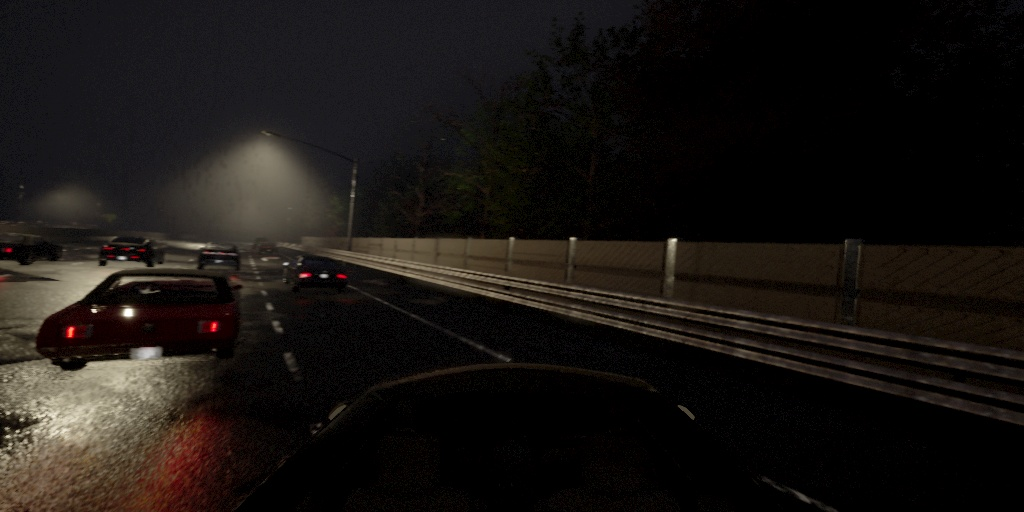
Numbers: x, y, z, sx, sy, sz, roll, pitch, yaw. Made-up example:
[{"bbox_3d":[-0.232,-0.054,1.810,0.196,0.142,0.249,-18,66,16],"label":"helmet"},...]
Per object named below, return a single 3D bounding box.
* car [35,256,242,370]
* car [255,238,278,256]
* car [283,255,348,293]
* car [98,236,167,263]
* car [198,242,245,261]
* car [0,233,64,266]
[{"bbox_3d":[-6.048,0.878,6.441,1.895,1.301,4.718,5,0,-37],"label":"car"},{"bbox_3d":[-29.269,-0.923,43.009,1.882,1.535,5.008,5,0,-37],"label":"car"},{"bbox_3d":[-8.471,0.678,15.316,2.033,1.411,5.357,5,0,-37],"label":"car"},{"bbox_3d":[-19.573,-0.256,18.645,1.837,1.490,4.892,5,0,-37],"label":"car"},{"bbox_3d":[-16.762,-0.026,20.719,2.128,1.511,4.902,5,0,-37],"label":"car"},{"bbox_3d":[-21.560,-0.343,15.466,1.895,1.301,4.718,5,0,-37],"label":"car"}]
